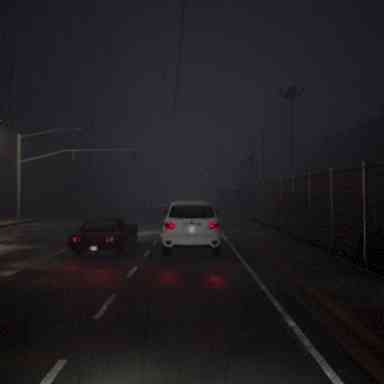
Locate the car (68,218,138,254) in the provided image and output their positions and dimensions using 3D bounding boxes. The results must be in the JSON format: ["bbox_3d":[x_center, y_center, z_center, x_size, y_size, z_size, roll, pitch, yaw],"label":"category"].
[{"bbox_3d":[-3.505,1.738,14.089,1.895,1.301,4.718,0,-1,0],"label":"car"}]

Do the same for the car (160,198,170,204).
[{"bbox_3d":[-7.042,2.364,86.790,2.128,1.511,4.902,0,-1,0],"label":"car"}]

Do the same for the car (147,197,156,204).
[{"bbox_3d":[-10.542,2.194,86.820,2.097,1.767,4.553,0,-1,0],"label":"car"}]

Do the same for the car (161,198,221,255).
[{"bbox_3d":[-0.006,1.353,14.002,2.150,2.045,5.566,0,0,0],"label":"car"}]
